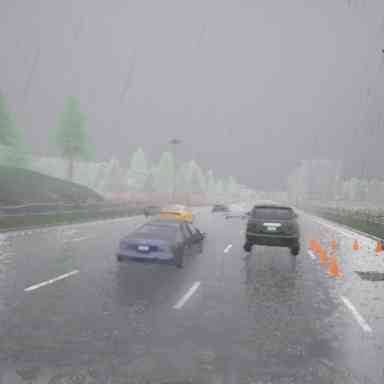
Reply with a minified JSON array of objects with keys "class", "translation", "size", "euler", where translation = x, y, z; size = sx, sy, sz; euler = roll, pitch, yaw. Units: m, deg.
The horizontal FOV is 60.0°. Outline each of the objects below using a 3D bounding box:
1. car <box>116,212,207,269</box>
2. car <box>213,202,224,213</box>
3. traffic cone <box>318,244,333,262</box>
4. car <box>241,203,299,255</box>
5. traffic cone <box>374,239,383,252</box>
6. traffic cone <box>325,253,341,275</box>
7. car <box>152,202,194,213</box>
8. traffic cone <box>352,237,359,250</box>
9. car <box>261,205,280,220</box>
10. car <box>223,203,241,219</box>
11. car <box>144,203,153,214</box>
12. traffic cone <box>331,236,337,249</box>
[{"class":"car","translation":[-0.781,1.661,11.712],"size":[2.033,1.411,5.357],"euler":[2,-1,13]},{"class":"car","translation":[4.203,2.259,48.590],"size":[1.837,1.490,4.892],"euler":[2,0,13]},{"class":"traffic cone","translation":[4.909,2.295,12.348],"size":[0.340,0.580,0.340],"euler":[2,-1,13]},{"class":"car","translation":[3.679,1.551,15.356],"size":[2.150,2.045,5.566],"euler":[2,-1,13]},{"class":"traffic cone","translation":[8.742,2.481,15.552],"size":[0.340,0.580,0.340],"euler":[2,-1,13]},{"class":"traffic cone","translation":[4.451,2.254,10.401],"size":[0.340,0.580,0.340],"euler":[2,-1,13]},{"class":"car","translation":[-1.129,1.746,25.516],"size":[1.882,1.535,5.008],"euler":[2,-1,13]},{"class":"traffic cone","translation":[7.770,2.446,15.782],"size":[0.340,0.580,0.340],"euler":[2,-1,13]},{"class":"car","translation":[9.276,2.383,39.416],"size":[2.033,1.411,5.357],"euler":[2,-1,13]},{"class":"car","translation":[4.808,2.144,35.624],"size":[1.812,1.442,4.674],"euler":[2,-1,13]},{"class":"car","translation":[-3.110,1.769,32.432],"size":[2.128,1.511,4.902],"euler":[2,-1,13]},{"class":"traffic cone","translation":[6.797,2.412,16.011],"size":[0.340,0.580,0.340],"euler":[2,-1,13]}]
